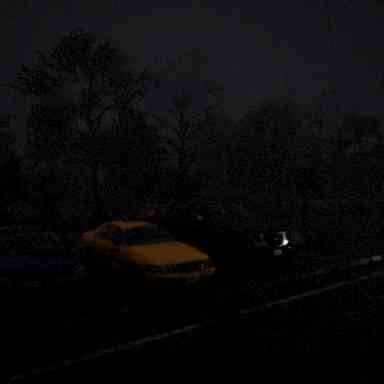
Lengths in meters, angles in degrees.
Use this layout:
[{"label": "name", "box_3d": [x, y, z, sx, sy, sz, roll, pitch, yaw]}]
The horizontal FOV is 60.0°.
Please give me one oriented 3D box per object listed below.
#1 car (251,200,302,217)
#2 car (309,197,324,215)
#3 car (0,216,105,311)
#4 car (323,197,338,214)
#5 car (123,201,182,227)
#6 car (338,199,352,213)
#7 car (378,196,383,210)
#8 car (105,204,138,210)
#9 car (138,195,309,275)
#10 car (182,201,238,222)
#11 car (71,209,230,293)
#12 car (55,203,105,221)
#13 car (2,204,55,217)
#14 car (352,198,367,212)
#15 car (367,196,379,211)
[{"label": "car", "box_3d": [8.167, 1.557, 32.483, 2.002, 1.452, 4.674, 0, 0, -35]}, {"label": "car", "box_3d": [10.430, 1.520, 34.094, 2.097, 1.535, 5.008, 0, 0, -36]}, {"label": "car", "box_3d": [-3.914, 1.536, 7.807, 2.002, 1.452, 4.674, 0, 0, -35]}, {"label": "car", "box_3d": [12.687, 1.563, 35.708, 2.002, 1.452, 4.674, 0, 0, -36]}, {"label": "car", "box_3d": [-3.024, 1.502, 24.276, 1.946, 1.575, 5.366, 0, 0, -35]}, {"label": "car", "box_3d": [14.928, 1.401, 37.348, 2.185, 1.767, 4.553, 0, 0, -36]}, {"label": "car", "box_3d": [21.707, 1.567, 42.180, 2.163, 1.488, 4.792, 0, 0, -35]}, {"label": "car", "box_3d": [-5.409, 1.532, 22.840, 2.163, 1.488, 4.792, 0, 0, -35]}, {"label": "car", "box_3d": [0.669, 1.249, 11.038, 2.435, 2.045, 5.566, 0, 0, -35]}, {"label": "car", "box_3d": [1.405, 1.539, 27.628, 2.163, 1.488, 4.792, 0, 0, -36]}, {"label": "car", "box_3d": [-1.523, 1.495, 9.282, 1.946, 1.575, 5.366, 0, 0, -35]}, {"label": "car", "box_3d": [-7.655, 1.501, 21.210, 2.231, 1.521, 4.892, 0, 0, -36]}, {"label": "car", "box_3d": [-9.914, 1.498, 19.597, 2.097, 1.535, 5.008, 0, 0, -35]}, {"label": "car", "box_3d": [17.202, 1.530, 38.938, 2.097, 1.535, 5.008, 0, 0, -36]}, {"label": "car", "box_3d": [19.468, 1.535, 40.540, 2.231, 1.521, 4.892, 0, 0, -36]}]
